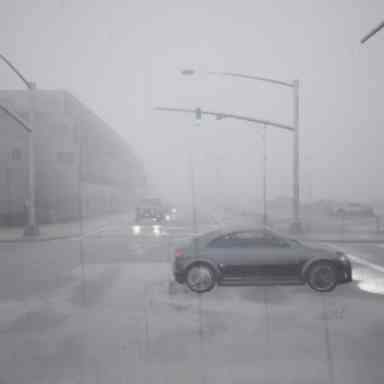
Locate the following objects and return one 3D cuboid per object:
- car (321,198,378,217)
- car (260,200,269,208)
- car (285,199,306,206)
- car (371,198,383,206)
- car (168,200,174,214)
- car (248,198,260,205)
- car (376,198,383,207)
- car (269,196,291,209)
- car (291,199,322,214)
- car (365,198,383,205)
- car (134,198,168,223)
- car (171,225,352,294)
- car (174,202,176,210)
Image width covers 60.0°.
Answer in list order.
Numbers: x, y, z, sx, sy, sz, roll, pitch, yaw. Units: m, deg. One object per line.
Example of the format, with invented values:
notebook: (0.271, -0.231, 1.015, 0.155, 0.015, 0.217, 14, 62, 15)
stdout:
car: (14.476, 1.564, 30.689, 3.806, 1.475, 1.970, 0, -1, 0)
car: (13.727, 1.655, 52.806, 4.605, 1.855, 1.932, 0, -1, 0)
car: (21.277, 2.102, 68.410, 3.806, 1.475, 1.970, 0, -1, 0)
car: (39.943, 2.047, 68.273, 5.027, 1.636, 2.152, 0, -1, 0)
car: (-3.613, 1.901, 41.281, 1.882, 1.535, 5.008, 0, -1, 0)
car: (13.855, 2.121, 71.386, 3.633, 1.501, 1.845, 0, -1, 0)
car: (32.275, 1.915, 56.424, 3.633, 1.501, 1.845, 0, -1, 0)
car: (14.141, 1.605, 49.901, 3.866, 1.878, 1.905, 0, -1, 0)
car: (14.149, 1.551, 37.106, 5.027, 1.636, 2.152, 0, -1, 0)
car: (39.889, 2.089, 71.410, 4.514, 1.523, 2.007, 0, -1, 0)
car: (-3.612, 1.523, 29.356, 2.150, 2.045, 5.566, 0, -1, 0)
car: (1.581, 1.531, 8.152, 4.181, 1.385, 1.994, -1, -1, 0)
car: (-3.574, 2.082, 54.286, 1.812, 1.442, 4.674, 0, -1, 1)
